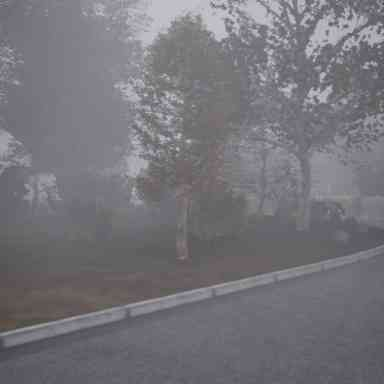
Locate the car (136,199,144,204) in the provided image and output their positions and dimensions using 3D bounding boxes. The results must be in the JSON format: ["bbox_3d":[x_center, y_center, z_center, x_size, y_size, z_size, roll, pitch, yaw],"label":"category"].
[{"bbox_3d":[-10.802,1.818,63.274,2.163,1.488,4.792,-1,1,-36],"label":"car"}]

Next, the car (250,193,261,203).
[{"bbox_3d":[10.650,1.549,62.484,2.097,1.535,5.008,-1,1,-36],"label":"car"}]

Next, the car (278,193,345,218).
[{"bbox_3d":[9.430,1.063,26.803,2.150,2.045,5.566,3,-3,-31],"label":"car"}]

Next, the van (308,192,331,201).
[{"bbox_3d":[28.859,1.066,75.322,1.878,1.987,4.442,-1,0,-35],"label":"van"}]

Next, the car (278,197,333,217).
[{"bbox_3d":[10.511,1.387,31.223,2.097,1.767,4.553,3,-3,-32],"label":"car"}]

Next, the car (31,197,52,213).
[{"bbox_3d":[-24.495,1.781,53.502,2.435,2.045,5.566,-1,1,-36],"label":"car"}]

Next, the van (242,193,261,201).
[{"bbox_3d":[14.376,1.161,81.062,1.878,1.987,4.442,-1,0,-36],"label":"van"}]
